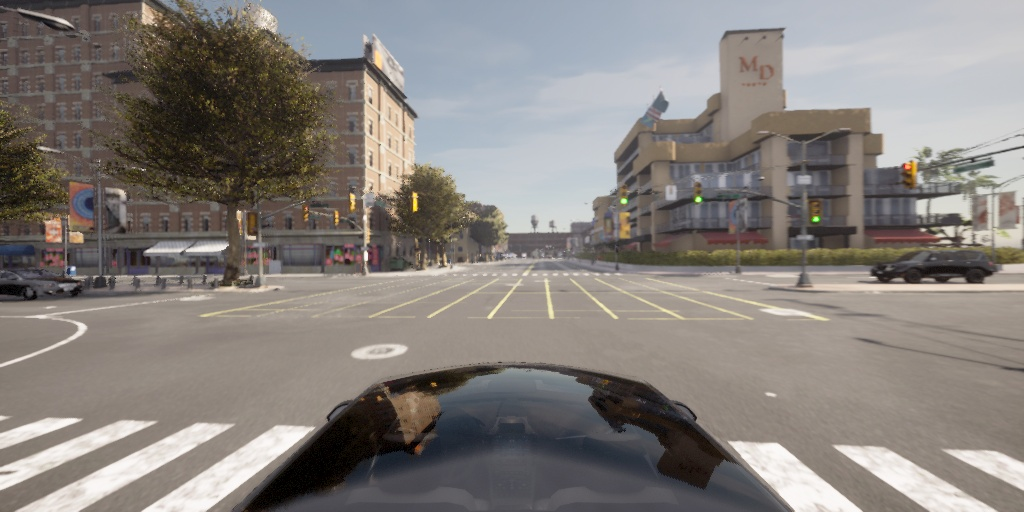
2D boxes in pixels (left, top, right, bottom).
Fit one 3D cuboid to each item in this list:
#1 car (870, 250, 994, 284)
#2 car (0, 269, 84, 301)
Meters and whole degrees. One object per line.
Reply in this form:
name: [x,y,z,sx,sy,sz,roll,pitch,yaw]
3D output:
car: [25.867,0.661,22.241,5.566,2.045,2.150,-1,0,6]
car: [-25.003,1.438,18.471,4.902,1.511,2.128,0,0,5]
